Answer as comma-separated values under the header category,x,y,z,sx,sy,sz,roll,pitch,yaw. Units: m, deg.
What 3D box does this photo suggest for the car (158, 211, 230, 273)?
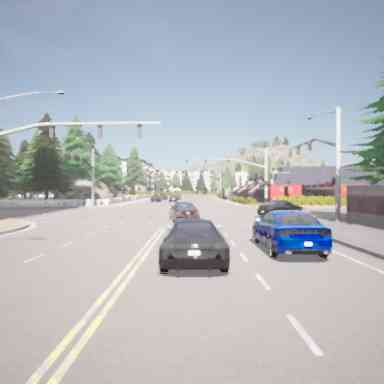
category,x,y,z,sx,sy,sz,roll,pitch,yaw
car,0.068,1.521,10.535,1.994,1.385,4.181,0,0,0

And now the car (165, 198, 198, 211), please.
category,x,y,z,sx,sy,sz,roll,pitch,yaw
car,-0.683,1.432,24.845,2.033,1.411,5.357,0,0,-9

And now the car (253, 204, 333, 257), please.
category,x,y,z,sx,sy,sz,roll,pitch,yaw
car,3.576,1.425,12.651,1.882,1.535,5.008,0,0,0

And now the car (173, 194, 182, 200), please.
category,x,y,z,sx,sy,sz,roll,pitch,yaw
car,-3.516,1.209,80.842,2.033,1.411,5.357,0,0,0

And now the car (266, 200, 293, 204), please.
category,x,y,z,sx,sy,sz,roll,pitch,yaw
car,7.514,1.398,27.801,4.674,1.442,1.812,-1,-1,-36

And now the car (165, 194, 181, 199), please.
category,x,y,z,sx,sy,sz,roll,pitch,yaw
car,-3.525,1.230,65.233,2.128,1.511,4.902,0,0,0

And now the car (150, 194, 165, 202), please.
category,x,y,z,sx,sy,sz,roll,pitch,yaw
car,-7.022,1.236,65.131,1.837,1.490,4.892,0,1,0
